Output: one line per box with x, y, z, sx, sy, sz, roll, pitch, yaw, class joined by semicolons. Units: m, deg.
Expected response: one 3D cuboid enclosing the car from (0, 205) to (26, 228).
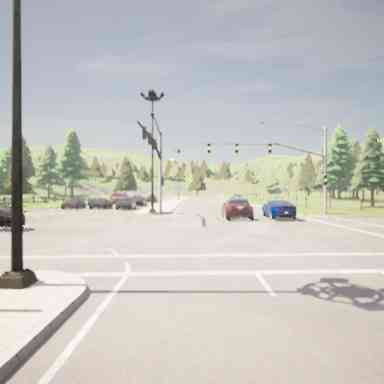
-12.185;1.480;19.504;4.674;1.442;1.812;0;0;8;car

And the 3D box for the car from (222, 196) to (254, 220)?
3.645;1.288;27.218;2.097;1.767;4.553;0;0;0;car

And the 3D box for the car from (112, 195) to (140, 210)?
-8.014;1.410;40.641;1.837;1.490;4.892;0;0;0;car

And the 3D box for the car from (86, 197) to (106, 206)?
-14.984;1.444;52.063;1.994;1.385;4.181;0;0;0;car

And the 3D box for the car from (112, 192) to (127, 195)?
-11.483;1.100;52.394;2.150;2.045;5.566;0;0;0;car

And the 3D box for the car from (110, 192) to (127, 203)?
-14.883;1.064;67.742;2.150;2.045;5.566;0;0;0;car

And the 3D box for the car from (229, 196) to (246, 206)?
7.190;1.368;53.160;2.128;1.511;4.902;0;0;0;car

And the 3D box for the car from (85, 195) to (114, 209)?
-11.495;1.466;42.138;1.994;1.385;4.181;0;0;1;car

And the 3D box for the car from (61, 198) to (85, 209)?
-15.005;1.466;42.264;1.994;1.385;4.181;0;0;0;car

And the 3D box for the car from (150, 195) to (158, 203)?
-7.899;1.353;65.890;1.837;1.490;4.892;0;0;0;car

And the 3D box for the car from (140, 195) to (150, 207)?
-7.997;1.362;49.852;1.882;1.535;5.008;0;0;0;car

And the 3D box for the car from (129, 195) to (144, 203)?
-11.380;1.334;68.406;2.128;1.511;4.902;0;0;0;car

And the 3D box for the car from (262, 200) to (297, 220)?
7.147;1.413;27.605;1.882;1.535;5.008;0;0;0;car
